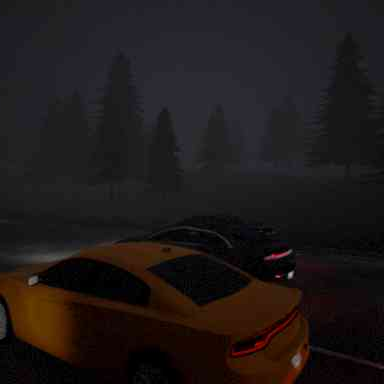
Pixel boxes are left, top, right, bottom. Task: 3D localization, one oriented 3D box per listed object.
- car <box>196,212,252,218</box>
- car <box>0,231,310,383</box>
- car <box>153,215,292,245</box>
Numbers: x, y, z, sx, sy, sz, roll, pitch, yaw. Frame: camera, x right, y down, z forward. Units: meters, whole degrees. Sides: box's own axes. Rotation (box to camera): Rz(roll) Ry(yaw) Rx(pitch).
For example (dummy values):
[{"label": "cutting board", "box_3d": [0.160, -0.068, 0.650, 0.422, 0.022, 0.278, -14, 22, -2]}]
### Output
[{"label": "car", "box_3d": [0.657, 1.493, 12.123, 4.892, 1.490, 1.837, 0, 0, 36]}, {"label": "car", "box_3d": [-0.987, 1.472, 4.697, 5.008, 1.535, 1.882, 0, 0, 36]}, {"label": "car", "box_3d": [0.066, 1.483, 8.244, 4.902, 1.511, 2.128, 0, 0, 36]}]
